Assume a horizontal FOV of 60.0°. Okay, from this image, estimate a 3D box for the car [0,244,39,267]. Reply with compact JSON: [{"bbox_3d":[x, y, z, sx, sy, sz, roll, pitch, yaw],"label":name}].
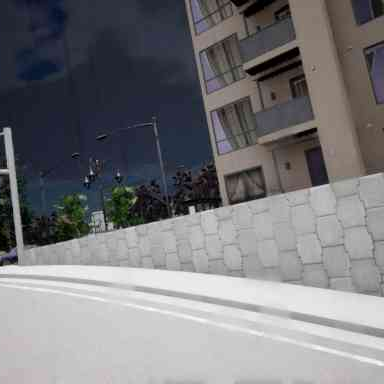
[{"bbox_3d":[-15.559,5.659,29.609,2.097,1.767,4.553,-15,-9,35],"label":"car"}]
